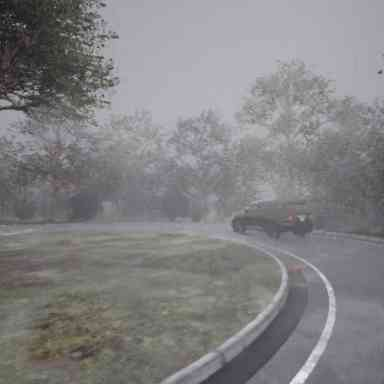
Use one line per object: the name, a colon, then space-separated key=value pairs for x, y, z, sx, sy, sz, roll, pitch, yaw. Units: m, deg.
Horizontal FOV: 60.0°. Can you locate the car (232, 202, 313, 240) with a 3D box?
car: x=4.639 y=1.609 z=19.990 sx=2.150 sy=2.045 sz=5.566 roll=0 pitch=-2 yaw=-26
